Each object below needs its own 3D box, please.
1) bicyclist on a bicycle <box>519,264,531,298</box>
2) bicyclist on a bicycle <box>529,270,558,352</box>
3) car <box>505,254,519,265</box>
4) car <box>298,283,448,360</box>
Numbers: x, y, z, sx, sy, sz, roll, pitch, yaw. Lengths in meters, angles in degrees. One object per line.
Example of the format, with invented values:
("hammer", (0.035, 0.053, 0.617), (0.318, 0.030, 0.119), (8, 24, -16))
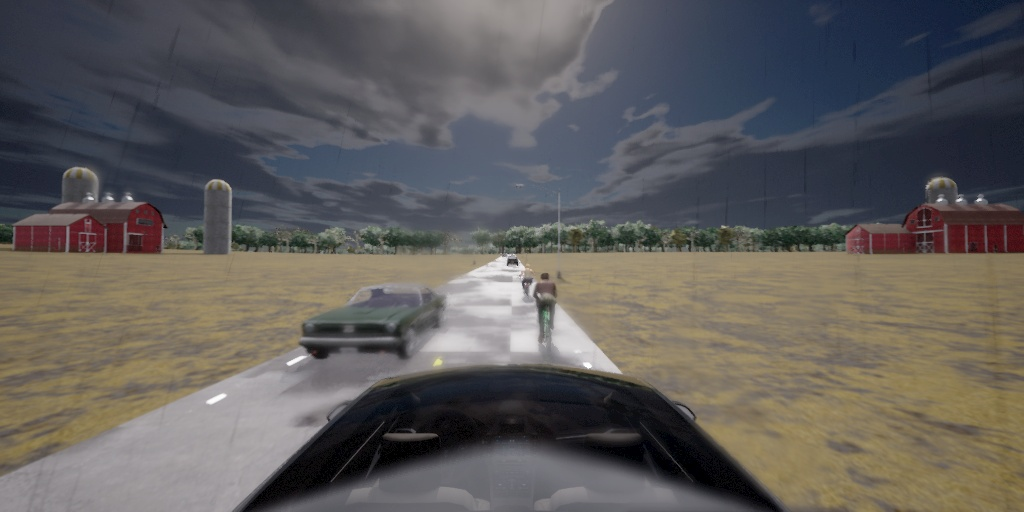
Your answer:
("bicyclist on a bicycle", (0.739, 1.157, 16.969), (0.866, 1.612, 1.509), (0, 0, 0))
("bicyclist on a bicycle", (0.757, 1.198, 7.947), (0.582, 1.620, 1.656), (0, 0, 0))
("car", (0.108, 0.798, 62.446), (1.882, 1.535, 5.008), (0, 0, 0))
("car", (-2.849, 1.345, 8.472), (1.895, 1.301, 4.718), (0, 0, 0))
